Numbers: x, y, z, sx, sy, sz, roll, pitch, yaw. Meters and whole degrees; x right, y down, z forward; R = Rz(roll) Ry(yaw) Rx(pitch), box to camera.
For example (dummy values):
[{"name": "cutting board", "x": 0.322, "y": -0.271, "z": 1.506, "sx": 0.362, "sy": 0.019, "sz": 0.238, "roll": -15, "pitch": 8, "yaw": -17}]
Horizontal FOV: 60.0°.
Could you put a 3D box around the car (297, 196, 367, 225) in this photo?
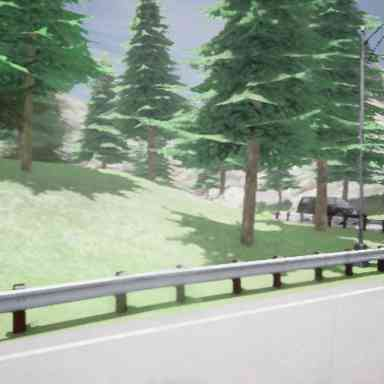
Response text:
[{"name": "car", "x": 10.772, "y": 1.378, "z": 26.144, "sx": 2.150, "sy": 2.045, "sz": 5.566, "roll": 1, "pitch": 0, "yaw": -27}]
